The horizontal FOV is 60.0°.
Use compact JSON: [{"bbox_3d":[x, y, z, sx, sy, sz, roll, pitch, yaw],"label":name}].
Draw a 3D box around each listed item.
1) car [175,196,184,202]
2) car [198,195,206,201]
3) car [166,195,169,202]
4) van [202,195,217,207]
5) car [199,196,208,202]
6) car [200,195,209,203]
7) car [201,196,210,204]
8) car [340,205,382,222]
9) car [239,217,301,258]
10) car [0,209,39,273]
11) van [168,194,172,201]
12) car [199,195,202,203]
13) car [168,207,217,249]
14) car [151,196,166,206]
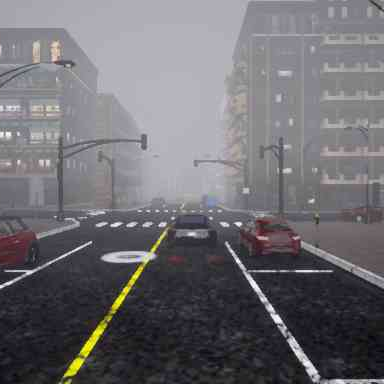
[{"bbox_3d":[-2.999,1.695,79.511,1.895,1.301,4.718,0,0,0],"label":"car"},{"bbox_3d":[2.728,1.631,88.964,1.967,1.590,4.097,-1,0,0],"label":"car"},{"bbox_3d":[-5.842,1.654,61.410,1.947,1.339,4.313,-1,0,0],"label":"car"},{"bbox_3d":[2.810,1.399,50.342,1.690,1.788,3.998,-1,0,0],"label":"van"},{"bbox_3d":[2.682,1.691,77.921,1.887,1.381,4.507,-1,0,0],"label":"car"},{"bbox_3d":[2.680,1.566,72.400,1.967,1.590,4.097,-1,0,0],"label":"car"},{"bbox_3d":[2.682,1.631,67.047,1.752,1.417,4.829,-1,0,0],"label":"car"},{"bbox_3d":[14.719,1.763,27.565,4.507,1.381,1.887,1,0,0],"label":"car"},{"bbox_3d":[2.792,1.583,12.440,1.802,1.307,4.206,0,0,0],"label":"car"},{"bbox_3d":[-5.739,1.439,8.658,1.967,1.590,4.097,0,0,0],"label":"car"},{"bbox_3d":[-5.846,1.510,83.503,1.690,1.788,3.998,-1,0,0],"label":"van"},{"bbox_3d":[2.721,1.387,55.839,2.192,1.841,5.009,-1,0,0],"label":"car"},{"bbox_3d":[0.000,1.576,14.652,1.994,1.385,4.181,0,0,0],"label":"car"},{"bbox_3d":[-5.842,1.654,55.888,1.802,1.307,4.206,-1,0,0],"label":"car"}]
